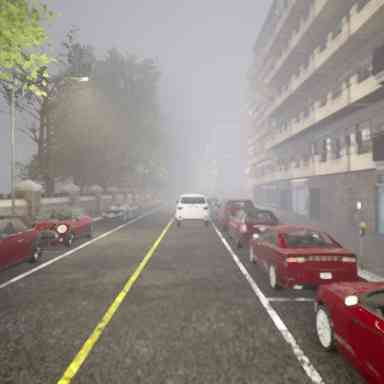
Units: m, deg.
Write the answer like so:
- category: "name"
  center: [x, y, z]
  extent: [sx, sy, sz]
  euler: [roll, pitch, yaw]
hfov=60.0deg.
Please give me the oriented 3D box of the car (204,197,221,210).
- category: "car"
  center: [2.595, 1.409, 42.665]
  extent: [1.967, 1.590, 4.097]
  euler: [0, 0, 0]

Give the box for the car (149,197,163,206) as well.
- category: "car"
  center: [-5.810, 1.492, 53.738]
  extent: [1.752, 1.417, 4.829]
  euler: [0, 0, 0]

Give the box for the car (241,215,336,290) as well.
- category: "car"
  center: [2.669, 1.536, 8.885]
  extent: [1.887, 1.381, 4.507]
  euler: [0, 0, 0]

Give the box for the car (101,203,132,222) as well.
- category: "car"
  center: [-5.748, 1.528, 25.756]
  extent: [2.008, 1.369, 4.403]
  euler: [0, 0, 0]

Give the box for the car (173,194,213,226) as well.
- category: "car"
  center: [0.053, 1.200, 23.415]
  extent: [2.150, 2.045, 5.566]
  euler: [0, 0, 0]

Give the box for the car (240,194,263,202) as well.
- category: "car"
  center: [14.438, 1.561, 80.945]
  extent: [5.009, 1.841, 2.192]
  euler: [1, -1, 0]

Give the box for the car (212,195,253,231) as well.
- category: "car"
  center: [2.644, 1.297, 20.144]
  extent: [2.192, 1.841, 5.009]
  euler: [0, 0, 0]

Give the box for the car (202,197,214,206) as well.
- category: "car"
  center: [2.570, 1.493, 54.097]
  extent: [1.752, 1.417, 4.829]
  euler: [0, 0, 0]

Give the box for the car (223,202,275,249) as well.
- category: "car"
  center: [2.657, 1.427, 14.514]
  extent: [1.967, 1.590, 4.097]
  euler: [0, 0, 0]

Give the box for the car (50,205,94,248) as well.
- category: "car"
  center: [-5.724, 1.426, 14.494]
  extent: [1.967, 1.590, 4.097]
  euler: [0, 0, 0]

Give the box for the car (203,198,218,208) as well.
- category: "car"
  center: [2.583, 1.533, 48.296]
  extent: [1.947, 1.339, 4.313]
  euler: [0, 0, 0]

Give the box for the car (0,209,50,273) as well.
- category: "car"
  center: [-5.712, 1.431, 8.866]
  extent: [1.967, 1.590, 4.097]
  euler: [0, 0, 0]

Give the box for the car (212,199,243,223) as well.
- category: "car"
  center: [2.632, 1.418, 25.775]
  extent: [1.967, 1.590, 4.097]
  euler: [0, 0, 0]

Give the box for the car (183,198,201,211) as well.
- category: "car"
  center: [0.009, 1.516, 41.619]
  extent: [2.033, 1.411, 5.357]
  euler: [0, 0, 0]

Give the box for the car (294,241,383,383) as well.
- category: "car"
  center: [2.682, 1.542, 3.254]
  extent: [1.887, 1.381, 4.507]
  euler: [0, 0, 0]

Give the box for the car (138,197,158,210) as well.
- category: "car"
  center: [-5.785, 1.493, 42.476]
  extent: [1.752, 1.417, 4.829]
  euler: [0, 0, 0]

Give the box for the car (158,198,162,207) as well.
- category: "car"
  center: [-5.797, 1.517, 48.277]
  extent: [2.008, 1.369, 4.403]
  euler: [0, 0, 0]
